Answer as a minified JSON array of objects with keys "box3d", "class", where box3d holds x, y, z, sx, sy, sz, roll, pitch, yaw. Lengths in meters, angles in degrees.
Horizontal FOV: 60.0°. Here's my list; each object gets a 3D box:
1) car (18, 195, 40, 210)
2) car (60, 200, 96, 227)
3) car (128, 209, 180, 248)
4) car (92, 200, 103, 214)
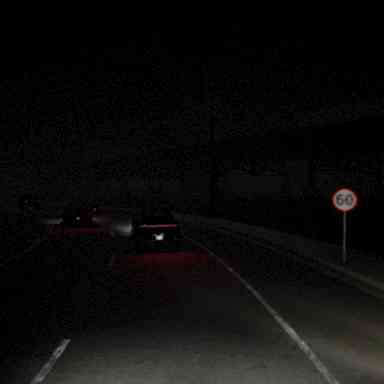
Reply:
[{"box3d":[-23.154,1.448,47.174,2.150,2.045,5.566,-1,0,-36],"class":"car"},{"box3d":[-8.250,1.551,23.647,1.882,1.535,5.008,0,0,-22],"class":"car"},{"box3d":[-1.783,1.519,15.043,2.128,1.511,4.902,0,0,-13],"class":"car"},{"box3d":[-11.311,1.625,36.320,1.812,1.442,4.674,-1,0,-33],"class":"car"}]
